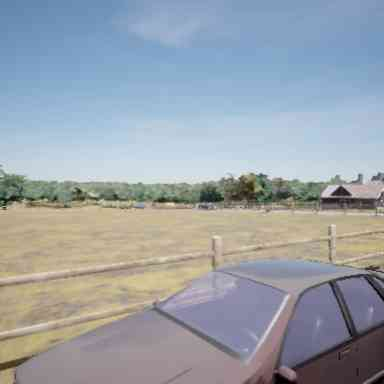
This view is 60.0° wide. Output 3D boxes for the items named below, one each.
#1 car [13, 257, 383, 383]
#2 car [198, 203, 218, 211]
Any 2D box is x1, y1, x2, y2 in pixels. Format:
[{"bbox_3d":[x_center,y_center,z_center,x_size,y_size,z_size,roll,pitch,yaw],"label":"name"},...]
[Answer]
[{"bbox_3d":[0.970,1.545,3.759,5.357,1.411,2.033,0,0,-35],"label":"car"},{"bbox_3d":[3.123,2.901,65.454,2.128,1.511,4.902,0,-2,-35],"label":"car"}]
